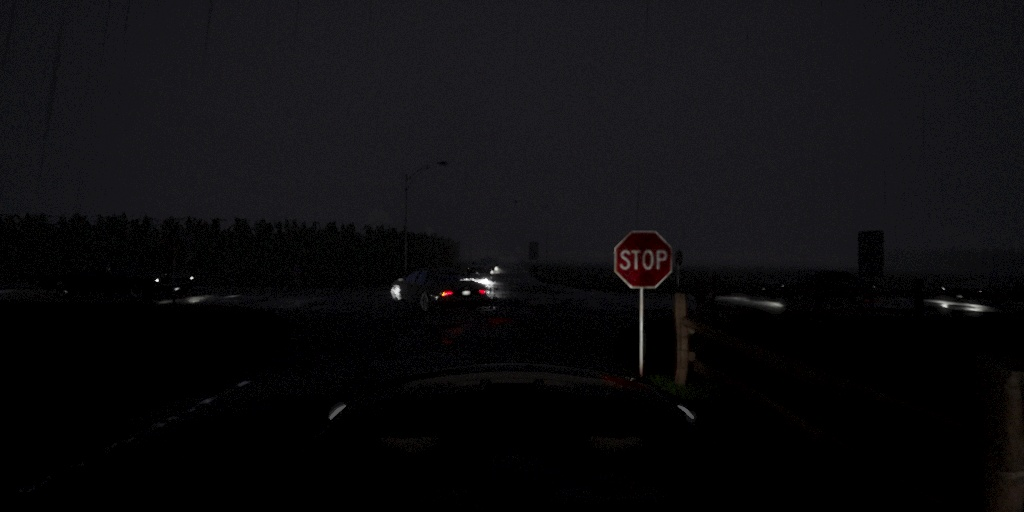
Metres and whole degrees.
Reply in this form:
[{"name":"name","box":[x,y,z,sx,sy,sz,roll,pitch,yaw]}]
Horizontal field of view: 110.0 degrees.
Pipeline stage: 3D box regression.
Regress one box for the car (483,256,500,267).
[{"name":"car","box":[-2.888,0.766,51.734,2.128,1.511,4.902,0,1,0]}]

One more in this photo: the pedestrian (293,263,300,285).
[{"name":"pedestrian","box":[-12.192,0.989,20.372,0.375,1.300,0.375,0,-1,0]}]

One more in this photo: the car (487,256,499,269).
[{"name":"car","box":[-2.891,0.918,41.606,2.033,1.411,5.357,0,1,0]}]

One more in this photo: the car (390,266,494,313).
[{"name":"car","box":[-2.882,1.154,13.319,2.033,1.411,5.357,1,1,-35]}]

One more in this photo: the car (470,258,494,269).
[{"name":"car","box":[-2.880,1.065,31.762,1.895,1.301,4.718,0,1,0]}]

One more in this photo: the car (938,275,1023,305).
[{"name":"car","box":[24.421,1.623,17.505,5.357,1.411,2.033,1,0,0]}]

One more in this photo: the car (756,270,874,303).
[{"name":"car","box":[14.642,1.405,17.459,4.892,1.490,1.837,1,0,0]}]

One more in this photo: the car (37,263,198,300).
[{"name":"car","box":[-15.564,0.966,14.346,4.718,1.301,1.895,1,0,1]}]
